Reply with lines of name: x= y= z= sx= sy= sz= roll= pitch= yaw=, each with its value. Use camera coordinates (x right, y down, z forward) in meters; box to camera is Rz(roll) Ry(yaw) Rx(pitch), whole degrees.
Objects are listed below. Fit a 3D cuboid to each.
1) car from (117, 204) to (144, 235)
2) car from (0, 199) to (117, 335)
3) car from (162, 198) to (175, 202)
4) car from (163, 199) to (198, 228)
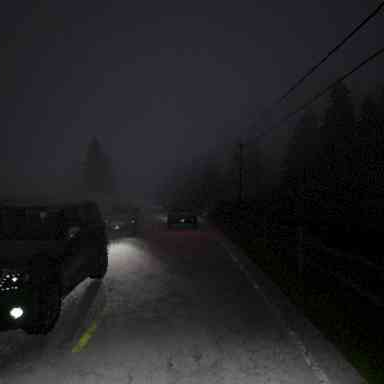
car: x=-3.785 y=1.471 z=18.725 sx=2.128 sy=1.511 sz=4.902 roll=0 pitch=0 yaw=-3
car: x=-3.336 y=1.214 z=7.066 sx=2.150 sy=2.045 sz=5.566 roll=0 pitch=0 yaw=-1
car: x=-2.798 y=1.500 z=43.273 sx=2.033 sy=1.411 sz=5.357 roll=0 pitch=0 yaw=-8
car: x=-0.687 y=1.469 z=21.845 sx=2.128 sy=1.511 sz=4.902 roll=0 pitch=0 yaw=-3
